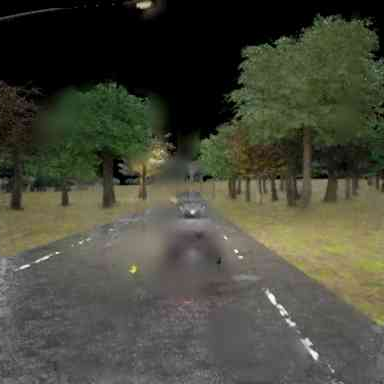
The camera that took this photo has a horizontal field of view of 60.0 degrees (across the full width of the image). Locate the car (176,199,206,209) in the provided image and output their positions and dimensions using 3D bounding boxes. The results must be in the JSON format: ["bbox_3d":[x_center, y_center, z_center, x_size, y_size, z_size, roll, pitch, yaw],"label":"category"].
[{"bbox_3d":[0.051,1.603,27.241,2.097,1.767,4.553,0,-1,0],"label":"car"}]

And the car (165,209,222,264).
[{"bbox_3d":[0.050,1.623,12.361,1.837,1.490,4.892,0,0,1],"label":"car"}]

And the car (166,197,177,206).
[{"bbox_3d":[-3.536,1.584,58.606,1.882,1.535,5.008,0,1,1],"label":"car"}]
